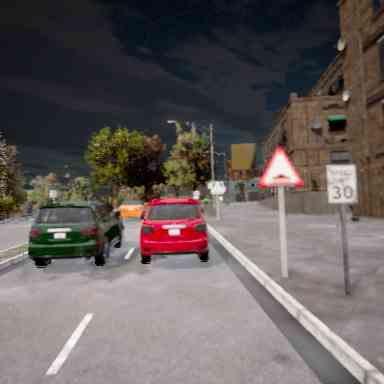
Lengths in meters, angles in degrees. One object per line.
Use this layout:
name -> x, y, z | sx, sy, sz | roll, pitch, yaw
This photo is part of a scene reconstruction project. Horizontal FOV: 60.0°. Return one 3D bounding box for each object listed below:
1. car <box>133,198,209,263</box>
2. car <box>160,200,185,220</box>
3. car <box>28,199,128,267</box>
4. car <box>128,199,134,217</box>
car -> -0.658, 1.231, 12.265 | 2.150, 2.045, 5.566 | -2, 0, -3
car -> -1.613, 1.478, 28.444 | 1.994, 1.385, 4.181 | -2, 0, -2
car -> -3.903, 1.318, 12.096 | 2.150, 2.045, 5.566 | -2, 0, -3
car -> -4.856, 1.356, 28.072 | 2.097, 1.767, 4.553 | -2, 0, -2
